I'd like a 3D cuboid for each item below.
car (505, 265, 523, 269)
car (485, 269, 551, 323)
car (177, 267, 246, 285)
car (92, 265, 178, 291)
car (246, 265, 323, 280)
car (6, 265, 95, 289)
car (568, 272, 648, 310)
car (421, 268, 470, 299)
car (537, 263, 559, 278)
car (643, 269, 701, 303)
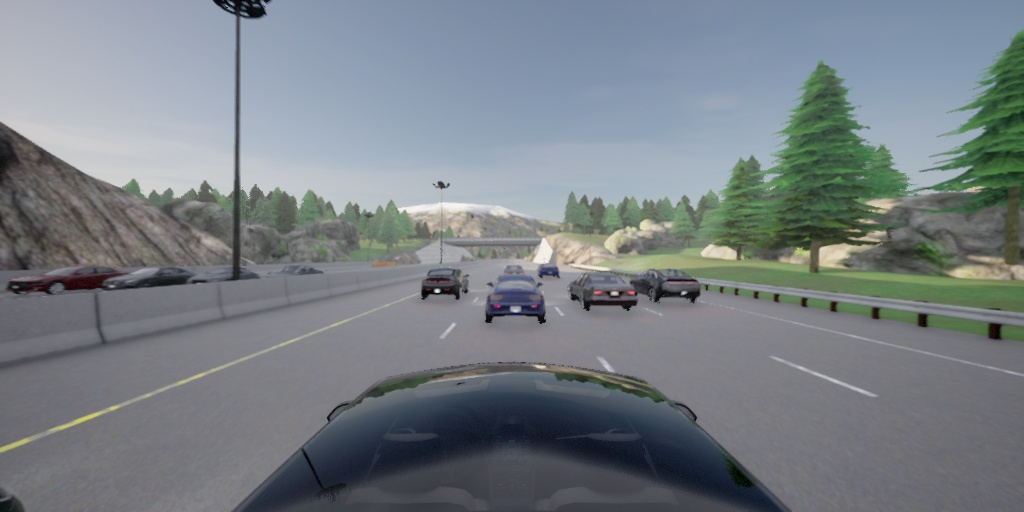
[{"bbox_3d":[0.163,1.468,31.009,2.033,1.411,5.357,0,0,0],"label":"car"},{"bbox_3d":[0.103,1.338,12.376,1.812,1.442,4.674,0,0,0],"label":"car"},{"bbox_3d":[-17.543,1.395,22.093,1.994,1.385,4.181,0,0,0],"label":"car"},{"bbox_3d":[-21.042,1.344,21.190,1.812,1.442,4.674,0,0,0],"label":"car"},{"bbox_3d":[-14.038,1.335,22.993,2.128,1.511,4.902,0,0,0],"label":"car"},{"bbox_3d":[-24.552,1.283,20.236,1.882,1.535,5.008,0,0,0],"label":"car"},{"bbox_3d":[3.626,1.383,15.157,2.033,1.411,5.357,0,0,0],"label":"car"},{"bbox_3d":[-3.366,1.346,18.619,1.837,1.490,4.892,0,0,0],"label":"car"},{"bbox_3d":[3.678,1.439,36.860,1.882,1.535,5.008,0,0,0],"label":"car"},{"bbox_3d":[7.130,1.347,17.272,2.128,1.511,4.902,0,0,0],"label":"car"}]
